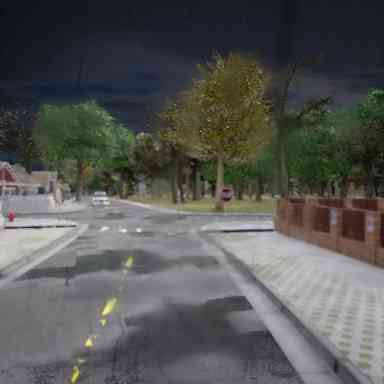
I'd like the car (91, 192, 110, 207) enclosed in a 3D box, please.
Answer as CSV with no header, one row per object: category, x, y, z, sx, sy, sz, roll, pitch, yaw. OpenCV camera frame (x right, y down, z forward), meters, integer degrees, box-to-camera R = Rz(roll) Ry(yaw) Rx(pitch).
car,-12.836,1.063,46.525,2.150,2.045,5.566,0,2,-18
